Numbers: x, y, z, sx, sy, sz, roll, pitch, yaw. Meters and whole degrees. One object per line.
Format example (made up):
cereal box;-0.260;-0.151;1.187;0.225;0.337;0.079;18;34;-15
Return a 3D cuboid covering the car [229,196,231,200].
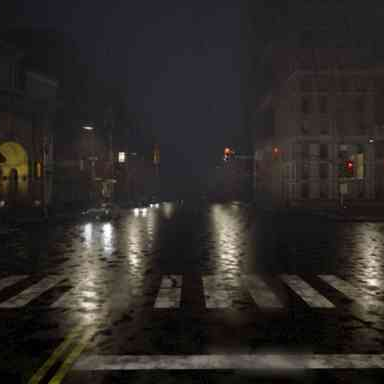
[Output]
car;8.250;1.465;94.369;1.882;1.535;5.008;0;0;38

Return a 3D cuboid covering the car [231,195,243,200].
car;12.471;1.499;94.149;1.837;1.490;4.892;0;0;41

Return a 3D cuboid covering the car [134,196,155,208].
car;-7.078;1.491;47.581;2.128;1.511;4.902;0;0;0

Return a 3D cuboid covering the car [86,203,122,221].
car;-7.091;1.600;27.107;1.895;1.301;4.718;0;0;0

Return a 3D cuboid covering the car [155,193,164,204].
car;-7.029;1.492;63.318;2.128;1.511;4.902;0;0;1

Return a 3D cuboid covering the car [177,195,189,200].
car;-2.421;1.479;89.798;1.837;1.490;4.892;0;0;22

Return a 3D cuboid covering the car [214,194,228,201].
car;7.102;1.524;85.356;2.128;1.511;4.902;0;0;25

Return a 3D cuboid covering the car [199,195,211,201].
car;3.301;1.523;85.379;1.812;1.442;4.674;0;0;22

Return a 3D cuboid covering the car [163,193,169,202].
car;-6.576;1.224;74.987;2.150;2.045;5.566;0;0;7
